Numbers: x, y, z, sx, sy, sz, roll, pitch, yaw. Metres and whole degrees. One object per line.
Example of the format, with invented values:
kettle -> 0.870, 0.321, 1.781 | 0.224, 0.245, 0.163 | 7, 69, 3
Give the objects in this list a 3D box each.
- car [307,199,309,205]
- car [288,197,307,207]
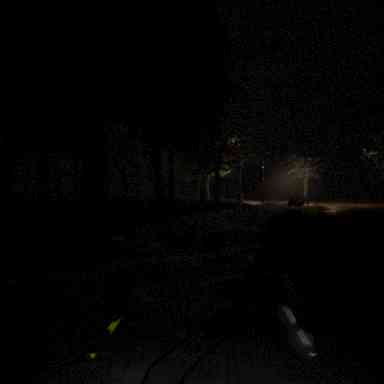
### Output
car -> 22.988, 1.802, 68.583 | 1.837, 1.490, 4.892 | 1, -1, 16
car -> 16.396, 1.602, 52.413 | 1.994, 1.385, 4.181 | 1, 0, 27
